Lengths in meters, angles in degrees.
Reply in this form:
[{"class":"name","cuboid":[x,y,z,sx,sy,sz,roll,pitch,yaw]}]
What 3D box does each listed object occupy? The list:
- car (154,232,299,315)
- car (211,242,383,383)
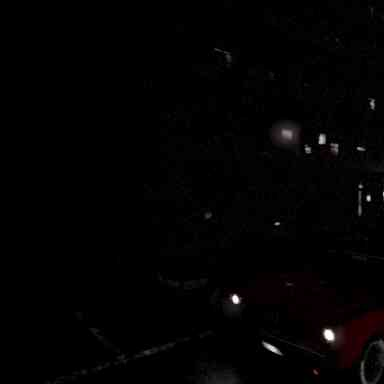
[{"class":"car","cuboid":[1.181,1.583,7.407,4.206,1.307,1.802,0,0,-36]},{"class":"car","cuboid":[2.776,1.601,5.362,4.718,1.301,1.895,0,0,-36]}]
